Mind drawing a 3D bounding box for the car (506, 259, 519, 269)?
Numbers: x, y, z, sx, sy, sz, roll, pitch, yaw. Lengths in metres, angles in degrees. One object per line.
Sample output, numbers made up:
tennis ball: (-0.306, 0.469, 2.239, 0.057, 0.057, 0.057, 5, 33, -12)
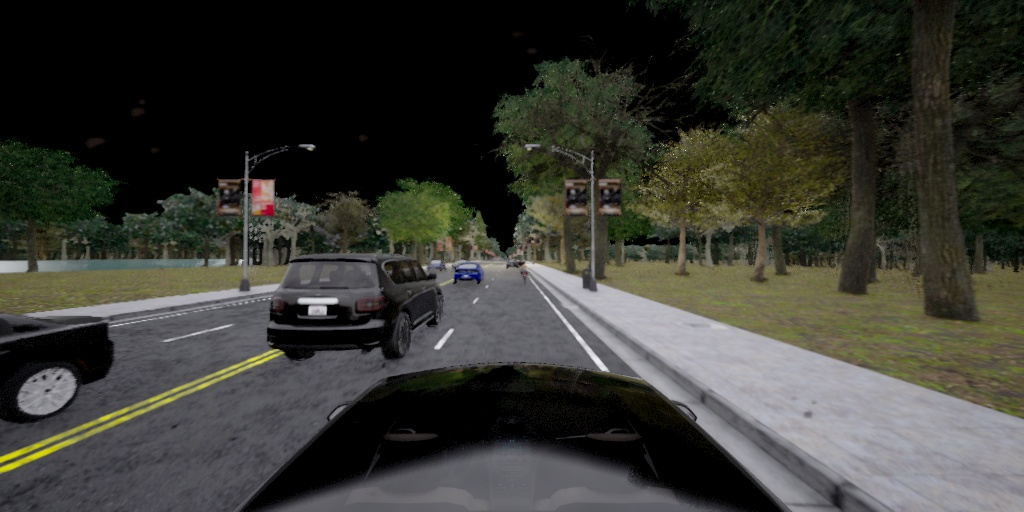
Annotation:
car: (0.063, 1.260, 57.197, 1.812, 1.442, 4.674, 0, 0, 0)

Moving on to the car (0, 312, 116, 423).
car: (-6.598, 1.228, 2.948, 1.882, 1.535, 5.008, 0, 0, 0)

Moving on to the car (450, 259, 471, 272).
car: (-6.573, 1.218, 46.270, 1.882, 1.535, 5.008, 0, 0, 0)

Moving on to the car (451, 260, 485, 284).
car: (-3.150, 1.226, 26.990, 1.882, 1.535, 5.008, 0, 0, 0)

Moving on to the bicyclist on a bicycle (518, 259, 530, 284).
bicyclist on a bicycle: (0.894, 1.185, 25.699, 0.866, 1.612, 1.509, 0, 0, 0)

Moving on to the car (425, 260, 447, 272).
car: (-9.826, 1.266, 46.845, 1.812, 1.442, 4.674, 0, 0, 0)

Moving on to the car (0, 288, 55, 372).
car: (-9.848, 1.315, 4.855, 1.994, 1.385, 4.181, 0, 0, 0)

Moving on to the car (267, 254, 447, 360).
car: (-3.152, 0.972, 8.498, 2.150, 2.045, 5.566, 0, 0, 0)
